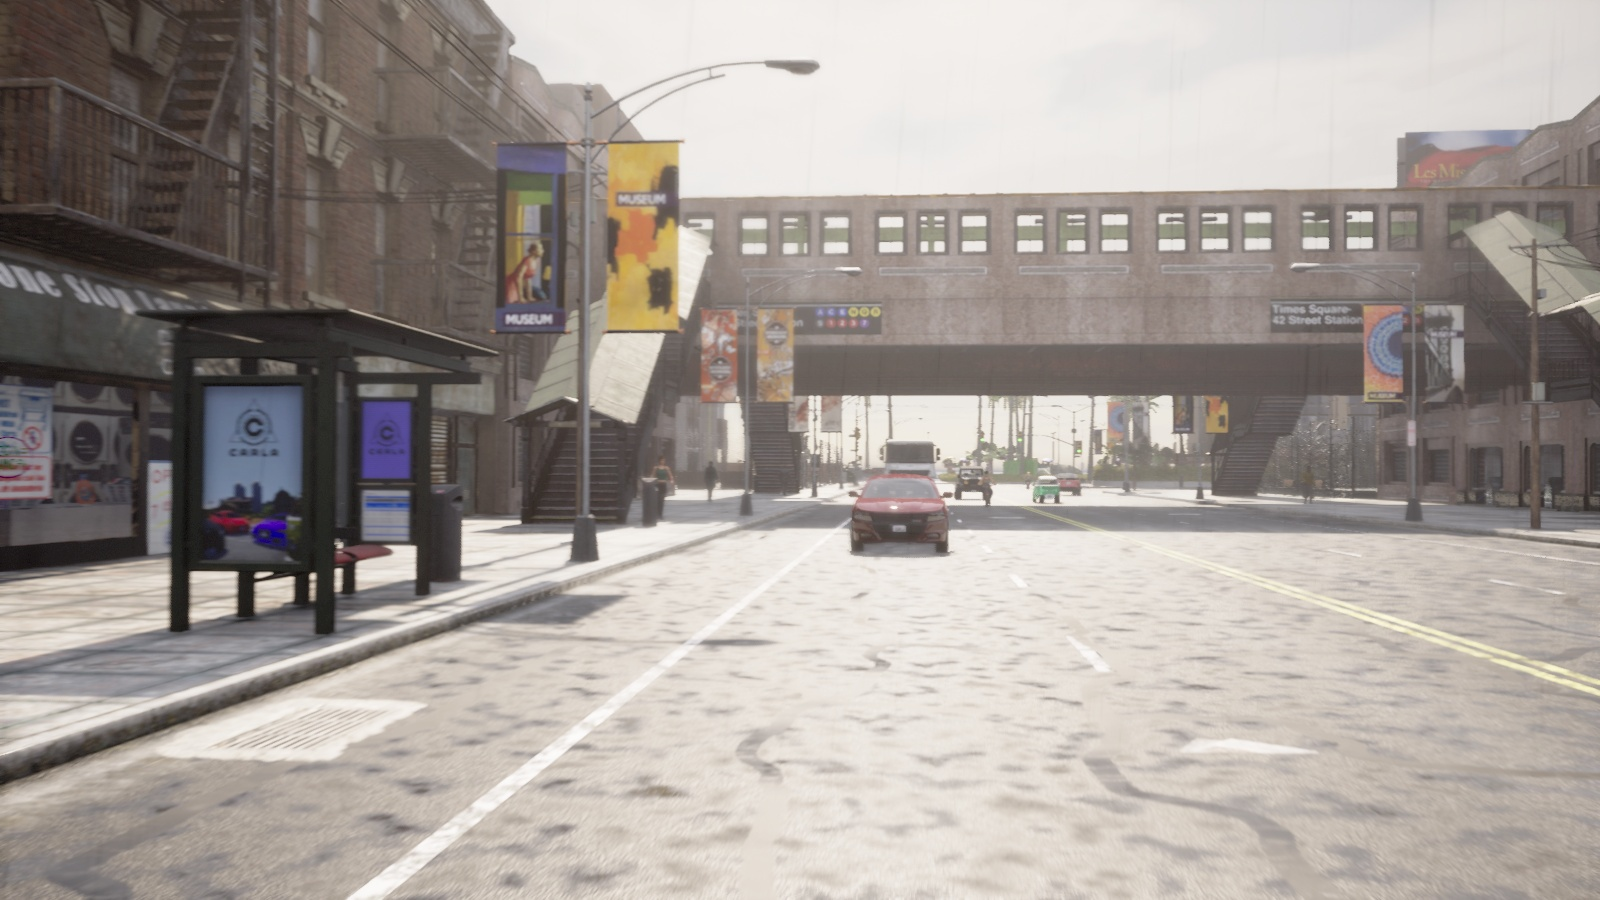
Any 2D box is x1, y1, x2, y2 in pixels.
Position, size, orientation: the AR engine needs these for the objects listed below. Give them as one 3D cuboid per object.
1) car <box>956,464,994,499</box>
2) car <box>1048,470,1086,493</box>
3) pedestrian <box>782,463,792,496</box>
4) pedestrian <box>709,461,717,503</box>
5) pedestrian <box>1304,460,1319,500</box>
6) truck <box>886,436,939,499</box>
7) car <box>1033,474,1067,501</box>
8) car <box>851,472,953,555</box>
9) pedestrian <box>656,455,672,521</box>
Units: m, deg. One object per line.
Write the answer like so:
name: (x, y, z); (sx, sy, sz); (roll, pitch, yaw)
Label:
car: (9.837, 1.765, 70.738); (1.905, 1.878, 3.866); (0, -1, 5)
car: (18.247, 2.145, 85.896); (2.007, 1.525, 4.514); (0, -1, 5)
pedestrian: (-0.743, 1.692, 72.716); (0.563, 1.883, 0.849); (0, -1, -3)
pedestrian: (-3.841, 1.413, 55.500); (0.353, 1.847, 0.614); (0, -1, -2)
pedestrian: (23.405, 1.363, 57.472); (0.431, 1.840, 0.709); (0, -1, 7)
truck: (6.494, 1.030, 72.663); (2.891, 3.462, 7.936); (0, -1, 5)
car: (12.737, 1.905, 64.134); (1.481, 1.376, 2.207); (0, -1, 5)
car: (2.115, 1.219, 25.827); (1.882, 1.535, 5.008); (0, -1, 5)
pedestrian: (-3.832, 1.075, 35.335); (0.345, 1.836, 0.594); (0, -1, -15)
